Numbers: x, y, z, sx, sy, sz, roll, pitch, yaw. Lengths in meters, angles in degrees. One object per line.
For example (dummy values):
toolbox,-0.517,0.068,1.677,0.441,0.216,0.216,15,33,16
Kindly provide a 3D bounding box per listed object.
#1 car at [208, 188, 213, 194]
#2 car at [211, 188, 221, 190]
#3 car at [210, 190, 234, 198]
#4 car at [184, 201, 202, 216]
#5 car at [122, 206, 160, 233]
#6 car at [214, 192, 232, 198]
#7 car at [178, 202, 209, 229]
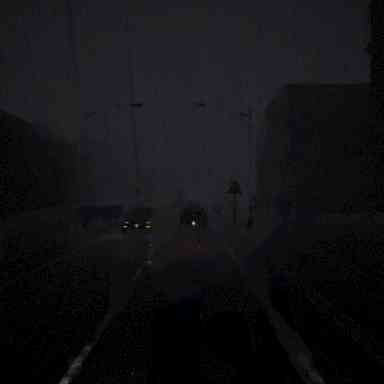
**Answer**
car,8.135,0.357,93.640,5.566,2.045,2.435,0,2,-1
car,8.106,0.572,90.890,4.553,1.767,2.185,0,2,-1
car,8.016,0.884,85.382,5.366,1.575,1.946,0,2,-1
car,0.175,1.851,38.819,2.033,1.411,5.357,0,0,1
car,-3.079,1.682,20.944,1.837,1.490,4.892,0,-1,0
car,8.173,0.831,88.142,4.674,1.452,2.002,0,2,-1
car,0.099,1.708,22.971,1.837,1.490,4.892,0,-1,0
